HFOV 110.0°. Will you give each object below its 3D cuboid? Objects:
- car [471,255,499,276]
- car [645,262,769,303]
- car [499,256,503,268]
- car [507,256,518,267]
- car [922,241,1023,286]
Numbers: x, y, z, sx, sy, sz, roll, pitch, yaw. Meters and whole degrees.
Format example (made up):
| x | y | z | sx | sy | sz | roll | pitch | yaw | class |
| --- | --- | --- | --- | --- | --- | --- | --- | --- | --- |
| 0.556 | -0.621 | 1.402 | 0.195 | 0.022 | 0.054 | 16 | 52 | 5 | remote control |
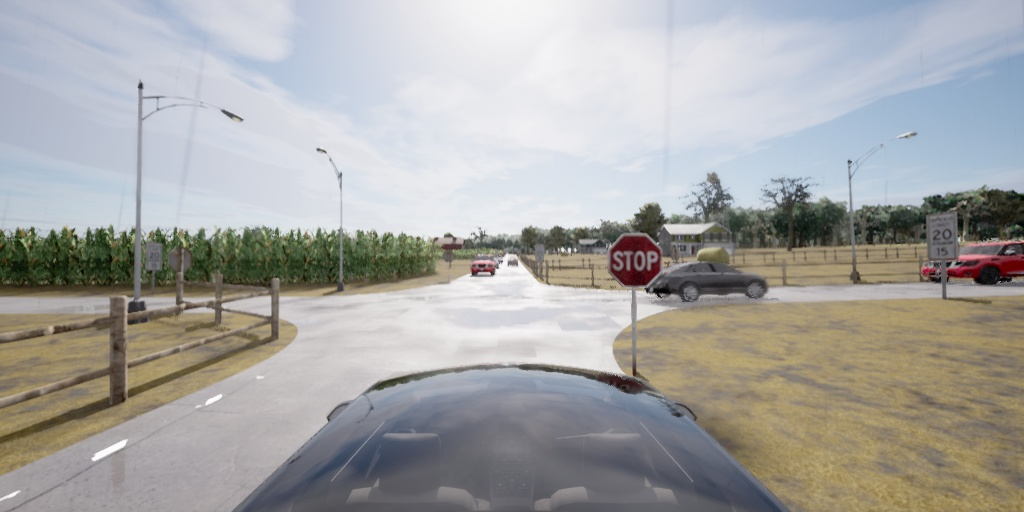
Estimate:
| x | y | z | sx | sy | sz | roll | pitch | yaw | class |
| --- | --- | --- | --- | --- | --- | --- | --- | --- | --- |
| -2.767 | 0.873 | 35.534 | 2.150 | 2.045 | 5.566 | 0 | 0 | 0 | car |
| 7.854 | 0.996 | 14.539 | 4.892 | 1.490 | 1.837 | -1 | -4 | -11 | car |
| -2.721 | 1.076 | 50.486 | 2.128 | 1.511 | 4.902 | 0 | 1 | 1 | car |
| 0.132 | 1.021 | 61.522 | 2.128 | 1.511 | 4.902 | 0 | 0 | 0 | car |
| 23.679 | 0.319 | 17.529 | 5.566 | 2.045 | 2.150 | -2 | -1 | 0 | car |
